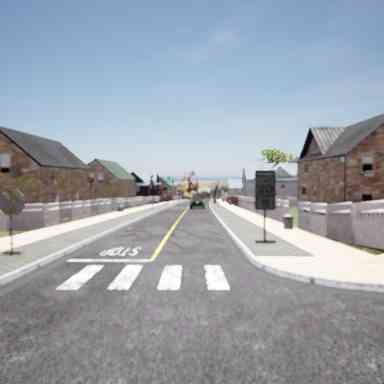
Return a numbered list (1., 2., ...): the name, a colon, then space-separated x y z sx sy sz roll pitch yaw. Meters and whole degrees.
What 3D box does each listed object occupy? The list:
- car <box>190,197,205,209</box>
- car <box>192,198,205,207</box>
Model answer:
1. car: 0.786 1.493 47.309 2.097 1.767 4.553 0 0 2
2. car: 1.136 1.749 57.343 2.033 1.411 5.357 0 0 2
